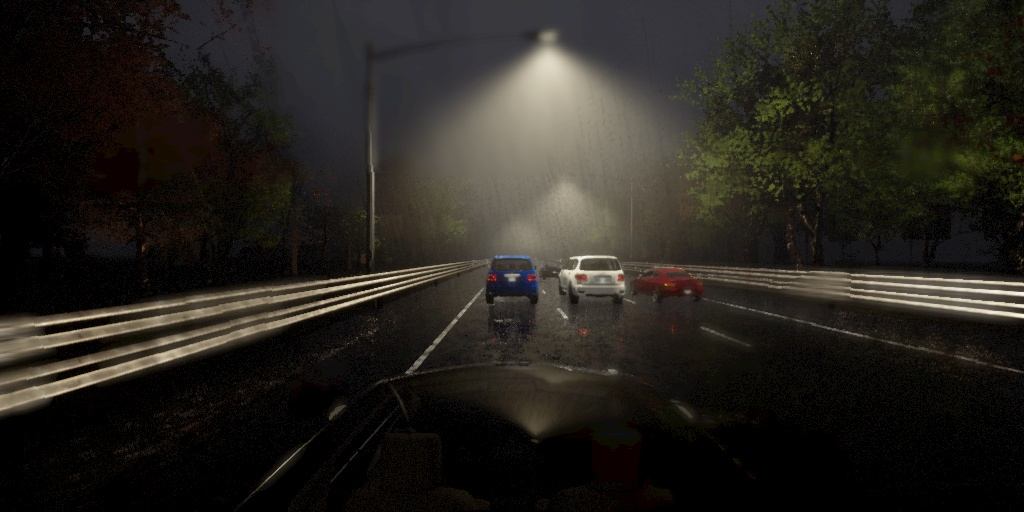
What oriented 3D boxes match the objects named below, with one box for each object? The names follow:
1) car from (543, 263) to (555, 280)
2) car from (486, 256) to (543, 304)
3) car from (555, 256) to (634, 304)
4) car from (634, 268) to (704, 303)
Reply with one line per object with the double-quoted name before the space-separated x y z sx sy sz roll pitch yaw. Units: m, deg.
"car" 3.500 1.313 31.500 1.994 1.385 4.181 0 0 0
"car" 0.000 1.004 16.530 2.150 2.045 5.566 0 0 0
"car" 3.500 1.004 16.530 2.150 2.045 5.566 0 0 0
"car" 7.000 1.279 16.500 1.812 1.442 4.674 0 0 0
